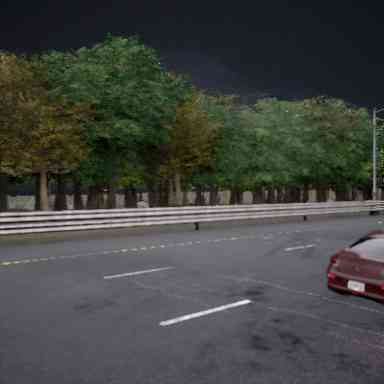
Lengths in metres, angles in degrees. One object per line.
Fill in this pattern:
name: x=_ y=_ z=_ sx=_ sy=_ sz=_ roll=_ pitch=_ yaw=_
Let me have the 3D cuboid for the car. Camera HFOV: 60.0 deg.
car: x=4.820 y=1.522 z=7.309 sx=4.674 sy=1.442 sz=1.812 roll=0 pitch=0 yaw=-36
